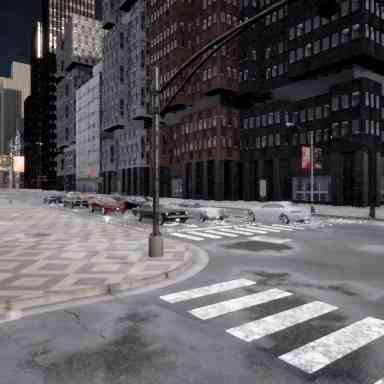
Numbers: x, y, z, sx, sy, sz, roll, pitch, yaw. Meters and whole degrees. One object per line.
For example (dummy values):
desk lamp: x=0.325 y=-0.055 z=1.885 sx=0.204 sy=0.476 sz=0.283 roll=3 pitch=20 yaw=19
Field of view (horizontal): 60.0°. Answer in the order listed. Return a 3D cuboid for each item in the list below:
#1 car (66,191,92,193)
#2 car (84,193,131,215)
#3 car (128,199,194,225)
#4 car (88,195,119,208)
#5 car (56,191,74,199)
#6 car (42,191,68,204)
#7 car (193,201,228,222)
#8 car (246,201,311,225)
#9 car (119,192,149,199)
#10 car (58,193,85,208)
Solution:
car: x=-16.497 y=0.687 z=47.687 sx=2.097 sy=1.767 sz=4.553 roll=0 pitch=1 yaw=-36
car: x=-7.643 y=1.105 z=29.749 sx=1.882 sy=1.535 sz=5.008 roll=0 pitch=1 yaw=-36
car: x=-2.161 y=1.360 z=22.129 sx=1.895 sy=1.301 sz=4.718 roll=0 pitch=1 yaw=-36
car: x=-10.539 y=1.088 z=39.348 sx=1.895 sy=1.301 sz=4.718 roll=0 pitch=1 yaw=-36
car: x=-24.995 y=0.580 z=65.338 sx=2.033 sy=1.411 sz=5.357 roll=0 pitch=1 yaw=-36
car: x=-19.343 y=0.880 z=46.083 sx=2.033 sy=1.411 sz=5.357 roll=0 pitch=1 yaw=-35
car: x=0.435 y=1.356 z=24.085 sx=1.895 sy=1.301 sz=4.718 roll=0 pitch=1 yaw=-36
car: x=5.773 y=1.338 z=22.576 sx=1.812 sy=1.442 sz=4.674 roll=0 pitch=1 yaw=-36
car: x=-5.049 y=1.101 z=31.710 sx=1.882 sy=1.535 sz=5.008 roll=0 pitch=1 yaw=-36
car: x=-13.120 y=1.093 z=37.373 sx=1.895 sy=1.301 sz=4.718 roll=0 pitch=1 yaw=-36
